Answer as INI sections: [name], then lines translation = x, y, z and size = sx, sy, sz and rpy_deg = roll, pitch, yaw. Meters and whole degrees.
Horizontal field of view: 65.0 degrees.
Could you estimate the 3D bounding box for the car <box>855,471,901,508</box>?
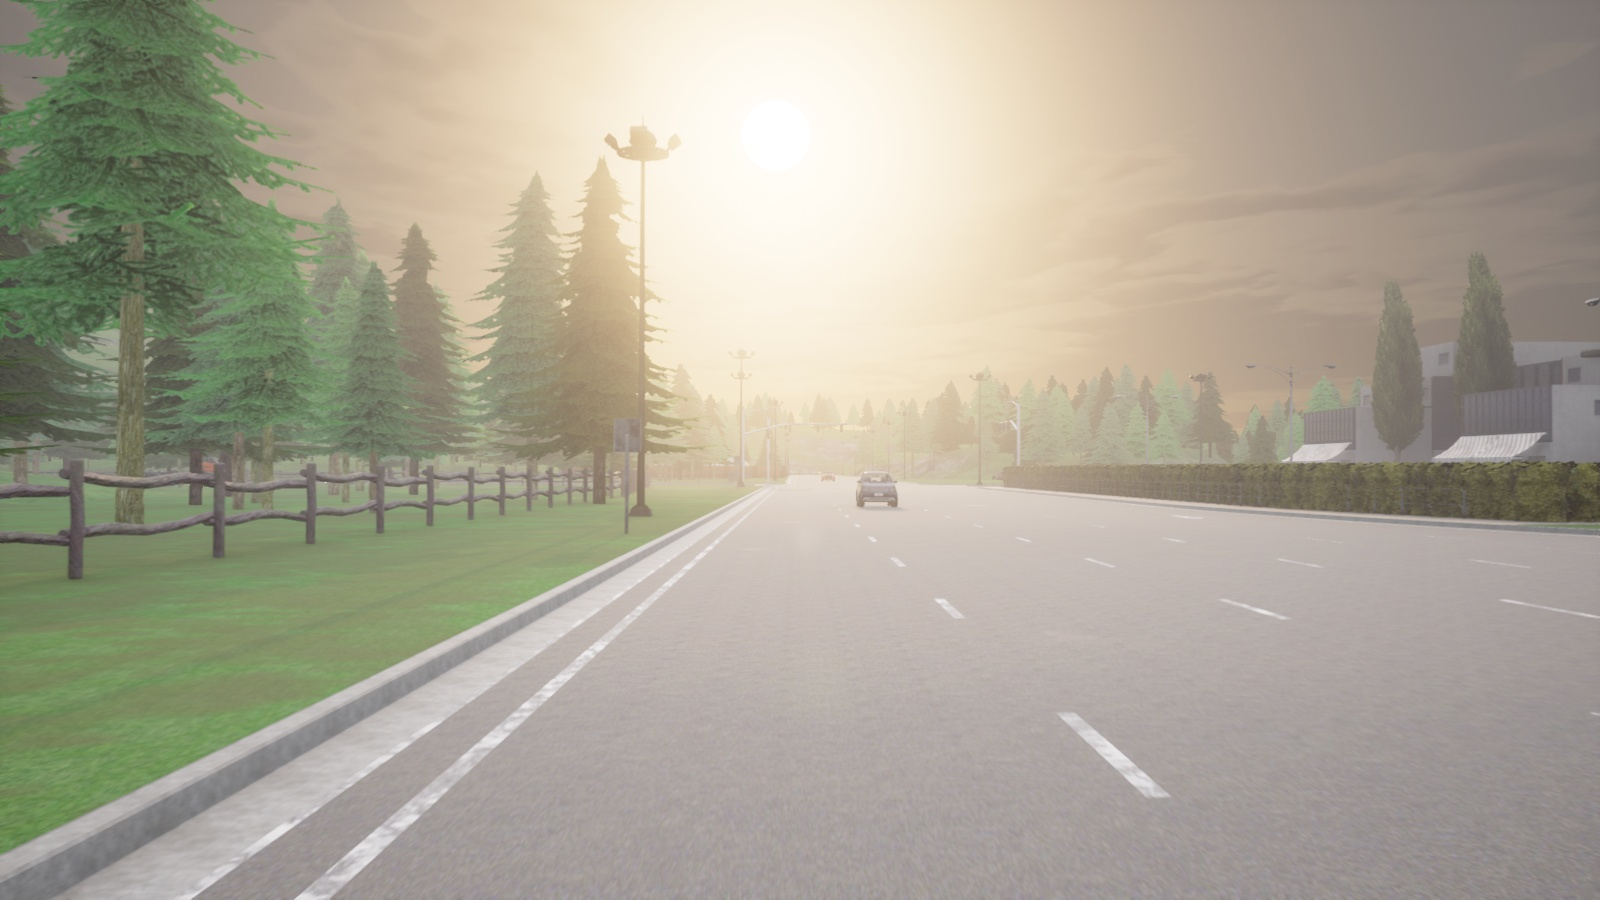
[car]
translation = 3.372, 1.699, 54.936
size = 1.789, 1.549, 3.705
rpy_deg = 0, -1, 0
